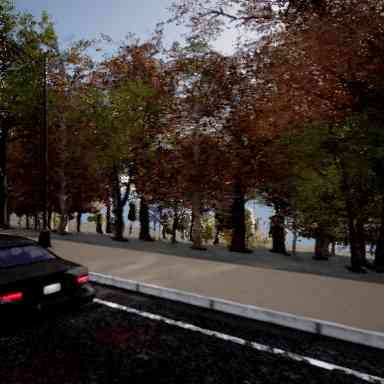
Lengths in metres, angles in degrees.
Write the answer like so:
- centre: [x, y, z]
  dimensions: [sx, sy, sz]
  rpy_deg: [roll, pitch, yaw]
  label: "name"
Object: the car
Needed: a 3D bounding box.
- centre: [-4.258, 1.587, 6.719]
  dimensions: [5.357, 1.411, 2.033]
  rpy_deg: [0, 0, 35]
  label: "car"
